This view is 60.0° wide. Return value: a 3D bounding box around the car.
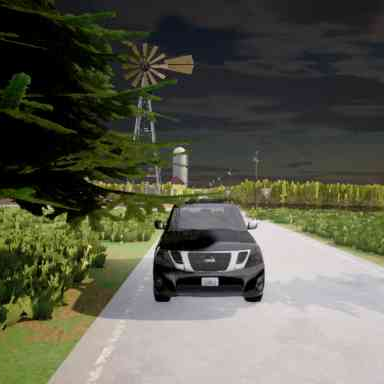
[{"bbox_3d":[0.332,1.221,8.601,2.150,2.045,5.566,0,0,0],"label":"car"}]
